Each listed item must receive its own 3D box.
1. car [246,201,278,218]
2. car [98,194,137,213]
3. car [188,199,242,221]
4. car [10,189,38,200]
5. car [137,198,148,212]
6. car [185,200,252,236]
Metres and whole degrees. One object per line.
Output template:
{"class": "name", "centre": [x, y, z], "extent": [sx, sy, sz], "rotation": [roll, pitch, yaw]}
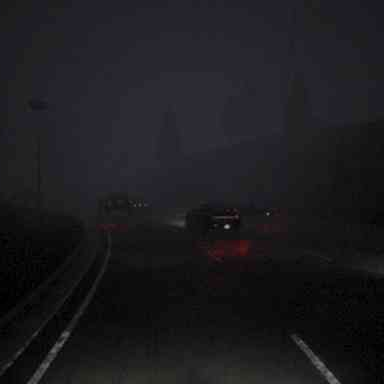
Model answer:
{"class": "car", "centre": [4.918, 1.364, 27.354], "extent": [1.895, 1.301, 4.718], "rotation": [0, 0, -22]}
{"class": "car", "centre": [-6.267, 0.819, 26.816], "extent": [2.097, 1.767, 4.553], "rotation": [0, 1, -25]}
{"class": "car", "centre": [1.641, 1.332, 26.270], "extent": [2.033, 1.411, 5.357], "rotation": [0, 0, -23]}
{"class": "car", "centre": [-24.459, 0.585, 48.749], "extent": [5.566, 2.045, 2.150], "rotation": [0, 1, 38]}
{"class": "car", "centre": [-6.262, 1.301, 33.952], "extent": [2.033, 1.411, 5.357], "rotation": [0, 1, -32]}
{"class": "car", "centre": [0.977, 1.348, 17.451], "extent": [2.128, 1.511, 4.902], "rotation": [0, 0, -15]}
